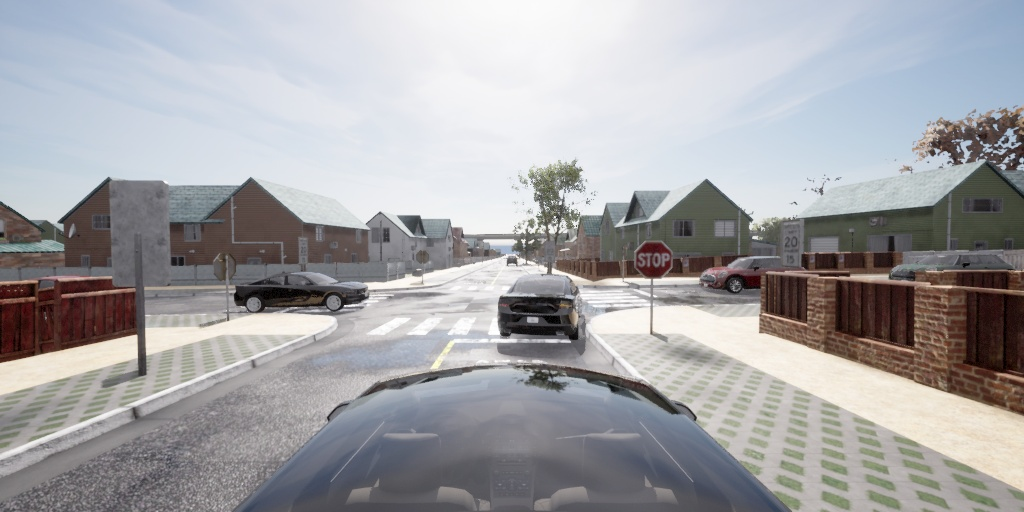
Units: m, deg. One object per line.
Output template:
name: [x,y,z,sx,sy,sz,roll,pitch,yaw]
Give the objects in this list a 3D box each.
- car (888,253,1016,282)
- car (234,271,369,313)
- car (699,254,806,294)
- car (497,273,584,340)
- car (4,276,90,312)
car: [21.707,0.646,17.798,4.553,1.767,2.097,-1,2,0]
car: [-8.464,1.376,14.654,5.008,1.535,1.882,-1,2,0]
car: [11.812,0.820,17.730,4.553,1.767,2.097,-1,2,0]
car: [0.961,1.224,10.125,1.882,1.535,5.008,0,0,12]
car: [-18.016,1.546,14.595,5.008,1.535,1.882,-1,2,0]
